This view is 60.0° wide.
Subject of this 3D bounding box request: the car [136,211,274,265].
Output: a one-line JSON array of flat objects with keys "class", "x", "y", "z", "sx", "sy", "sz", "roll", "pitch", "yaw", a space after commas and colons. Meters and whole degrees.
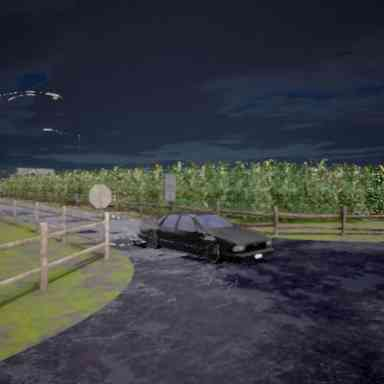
[{"class": "car", "x": 0.148, "y": 1.402, "z": 11.530, "sx": 2.033, "sy": 1.411, "sz": 5.357, "roll": -1, "pitch": 1, "yaw": -42}]
